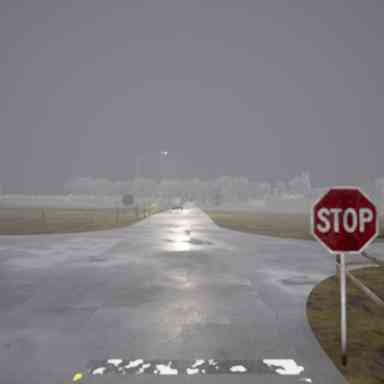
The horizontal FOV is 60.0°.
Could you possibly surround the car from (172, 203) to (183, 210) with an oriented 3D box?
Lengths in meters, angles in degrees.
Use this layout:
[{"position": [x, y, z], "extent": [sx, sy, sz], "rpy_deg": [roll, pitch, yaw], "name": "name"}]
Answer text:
[{"position": [-2.777, 2.901, 65.108], "extent": [1.994, 1.385, 4.181], "rpy_deg": [0, -2, 0], "name": "car"}]
